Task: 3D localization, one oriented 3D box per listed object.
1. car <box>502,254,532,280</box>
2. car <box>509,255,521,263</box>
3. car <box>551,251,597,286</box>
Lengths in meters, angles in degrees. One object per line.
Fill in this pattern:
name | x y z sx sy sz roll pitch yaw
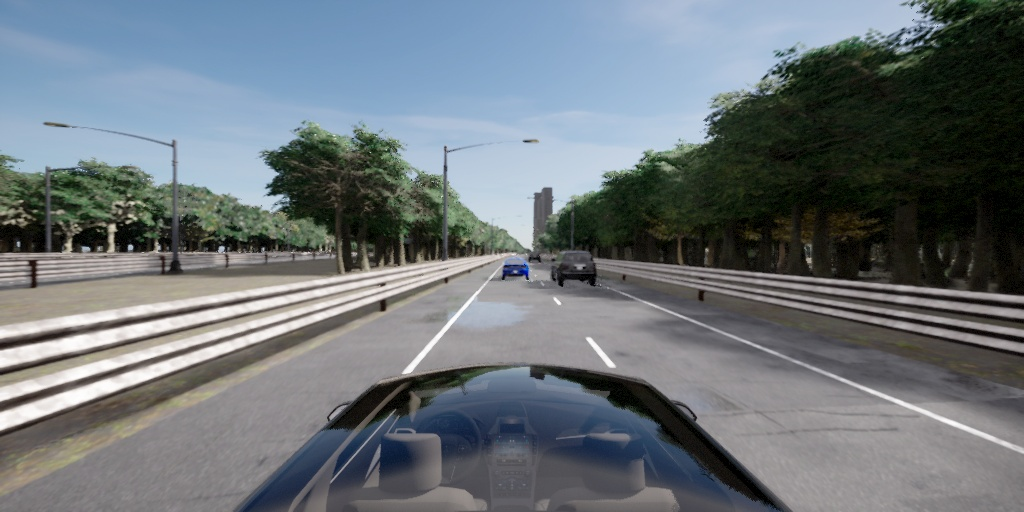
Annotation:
car | 0.261 0.870 26.802 1.882 1.535 5.008 0 1 0
car | 0.534 0.496 64.242 1.895 1.301 4.718 0 1 0
car | 3.726 0.700 22.273 2.150 2.045 5.566 0 1 1
